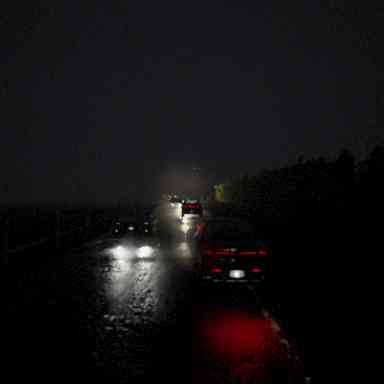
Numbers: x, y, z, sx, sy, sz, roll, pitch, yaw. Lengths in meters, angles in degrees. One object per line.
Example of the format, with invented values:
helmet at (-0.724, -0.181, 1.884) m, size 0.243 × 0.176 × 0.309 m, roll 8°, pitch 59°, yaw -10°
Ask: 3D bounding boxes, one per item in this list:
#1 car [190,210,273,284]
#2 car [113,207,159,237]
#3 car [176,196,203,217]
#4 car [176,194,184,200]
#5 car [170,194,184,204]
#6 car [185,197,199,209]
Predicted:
car at (0.950, 1.483, 9.477) m, size 1.837 × 1.490 × 4.892 m, roll 0°, pitch 0°, yaw 0°
car at (-2.872, 1.522, 17.739) m, size 1.994 × 1.385 × 4.181 m, roll 0°, pitch 0°, yaw 0°
car at (-0.011, 1.422, 30.095) m, size 2.128 × 1.511 × 4.902 m, roll 0°, pitch 0°, yaw 0°
car at (-2.865, 1.324, 83.158) m, size 1.837 × 1.490 × 4.892 m, roll 0°, pitch 0°, yaw 0°
car at (-2.878, 1.428, 60.277) m, size 1.994 × 1.385 × 4.181 m, roll 0°, pitch 0°, yaw 0°
car at (0.000, 1.424, 44.930) m, size 1.812 × 1.442 × 4.674 m, roll 0°, pitch 0°, yaw 0°
